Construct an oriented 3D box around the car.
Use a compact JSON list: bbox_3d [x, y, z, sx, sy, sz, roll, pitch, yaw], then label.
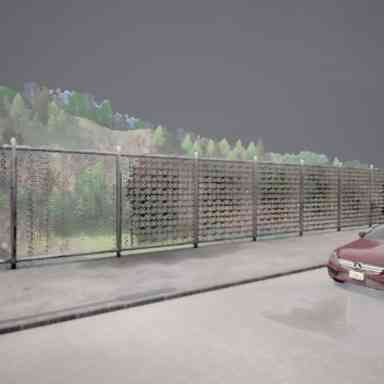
[{"bbox_3d":[5.253,1.408,7.982,4.674,1.442,1.812,0,1,-34],"label":"car"}]
